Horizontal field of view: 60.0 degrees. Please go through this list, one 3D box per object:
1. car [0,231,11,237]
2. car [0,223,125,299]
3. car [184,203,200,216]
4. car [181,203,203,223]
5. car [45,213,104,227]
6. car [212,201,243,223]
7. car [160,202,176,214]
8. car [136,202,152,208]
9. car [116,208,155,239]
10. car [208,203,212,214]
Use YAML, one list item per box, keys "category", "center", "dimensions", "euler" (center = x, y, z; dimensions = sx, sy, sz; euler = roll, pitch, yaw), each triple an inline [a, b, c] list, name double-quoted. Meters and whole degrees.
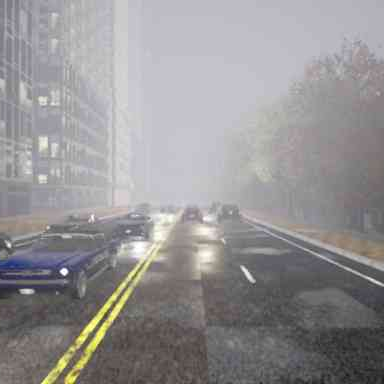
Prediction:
- category: "car"
  center: [-6.564, 1.625, 8.589]
  dimensions: [2.128, 1.511, 4.902]
  euler: [0, -1, 0]
- category: "car"
  center: [-3.312, 1.738, 8.926]
  dimensions: [1.895, 1.301, 4.718]
  euler: [0, -1, 0]
- category: "car"
  center: [0.032, 2.189, 43.036]
  dimensions: [2.033, 1.411, 5.357]
  euler: [0, -1, 1]
- category: "car"
  center: [0.008, 2.019, 30.156]
  dimensions: [1.994, 1.385, 4.181]
  euler: [0, -1, 0]
- category: "car"
  center: [-6.503, 1.888, 18.826]
  dimensions: [1.895, 1.301, 4.718]
  euler: [0, -1, 0]
- category: "car"
  center: [3.256, 1.804, 29.983]
  dimensions: [2.097, 1.767, 4.553]
  euler: [0, -1, 0]
- category: "car"
  center: [-3.258, 2.173, 45.470]
  dimensions: [2.128, 1.511, 4.902]
  euler: [0, -1, 0]
- category: "car"
  center: [-6.508, 2.201, 45.464]
  dimensions: [1.837, 1.490, 4.892]
  euler: [0, -1, 0]
- category: "car"
  center: [-3.254, 1.854, 19.032]
  dimensions: [1.994, 1.385, 4.181]
  euler: [0, -1, 0]
- category: "car"
  center: [3.295, 2.015, 44.585]
  dimensions: [2.097, 1.767, 4.553]
  euler: [0, -1, 0]
